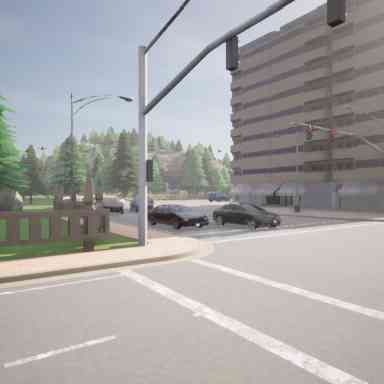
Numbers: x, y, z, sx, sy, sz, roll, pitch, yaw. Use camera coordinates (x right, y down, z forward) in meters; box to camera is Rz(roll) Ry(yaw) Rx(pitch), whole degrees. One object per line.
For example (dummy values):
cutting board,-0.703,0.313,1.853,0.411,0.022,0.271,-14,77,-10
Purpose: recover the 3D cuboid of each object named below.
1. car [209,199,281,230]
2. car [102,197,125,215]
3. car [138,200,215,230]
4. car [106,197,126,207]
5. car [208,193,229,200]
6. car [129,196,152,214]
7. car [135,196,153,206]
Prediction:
car,3.331,1.449,20.935,1.837,1.490,4.892,-1,0,-36
car,-8.065,1.422,32.974,1.882,1.535,5.008,0,0,-22
car,-1.160,1.492,21.144,2.033,1.411,5.357,0,0,-34
car,-11.764,1.470,51.673,1.812,1.442,4.674,0,0,2
car,5.712,1.170,71.210,2.150,2.045,5.566,0,0,40
car,-5.455,1.422,35.706,1.882,1.535,5.008,0,0,-21
car,-7.976,1.451,55.869,1.837,1.490,4.892,0,0,8
